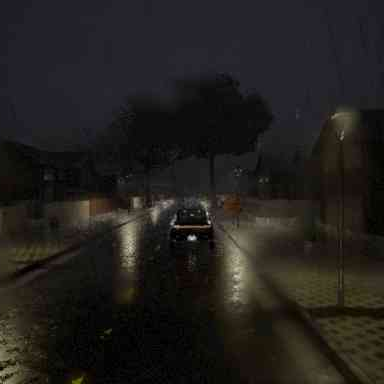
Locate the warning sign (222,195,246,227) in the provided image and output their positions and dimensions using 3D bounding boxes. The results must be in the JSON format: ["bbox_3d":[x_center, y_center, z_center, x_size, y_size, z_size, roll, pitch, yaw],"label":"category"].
[{"bbox_3d":[2.506,1.121,20.211,1.300,1.860,1.060,-1,-1,0],"label":"warning sign"}]

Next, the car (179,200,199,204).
[{"bbox_3d":[0.000,1.628,29.683,1.895,1.301,4.718,0,0,0],"label":"car"}]

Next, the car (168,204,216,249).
[{"bbox_3d":[0.001,1.500,14.651,2.128,1.511,4.902,0,0,0],"label":"car"}]

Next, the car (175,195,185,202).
[{"bbox_3d":[-2.750,1.404,76.036,2.097,1.767,4.553,0,0,0],"label":"car"}]
